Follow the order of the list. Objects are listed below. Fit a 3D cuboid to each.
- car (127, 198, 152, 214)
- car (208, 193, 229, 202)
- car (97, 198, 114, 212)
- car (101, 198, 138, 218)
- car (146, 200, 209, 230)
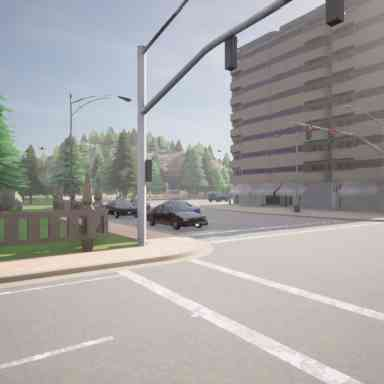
[{"bbox_3d":[-5.827,1.449,36.492,1.837,1.490,4.892,0,0,-20],"label":"car"},{"bbox_3d":[5.673,1.170,71.184,2.150,2.045,5.566,0,0,40],"label":"car"},{"bbox_3d":[-10.085,1.470,38.588,1.812,1.442,4.674,0,0,-15],"label":"car"},{"bbox_3d":[-6.291,1.422,29.448,1.882,1.535,5.008,0,0,-28],"label":"car"},{"bbox_3d":[-1.197,1.492,21.118,2.033,1.411,5.357,0,0,-34],"label":"car"}]
